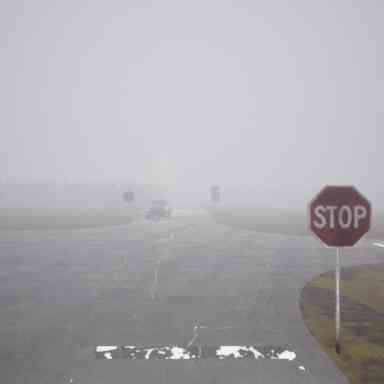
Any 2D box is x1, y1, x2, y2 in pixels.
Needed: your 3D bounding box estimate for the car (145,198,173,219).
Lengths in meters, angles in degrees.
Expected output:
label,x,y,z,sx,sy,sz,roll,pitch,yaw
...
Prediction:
label,x,y,z,sx,sy,sz,roll,pitch,yaw
car,-2.825,1.394,29.209,2.097,1.767,4.553,0,0,1
